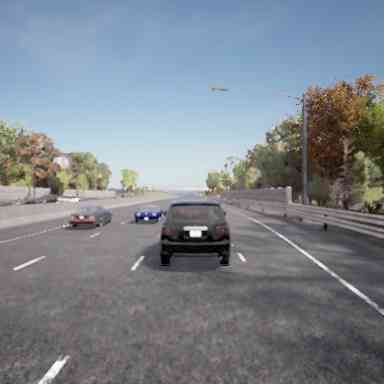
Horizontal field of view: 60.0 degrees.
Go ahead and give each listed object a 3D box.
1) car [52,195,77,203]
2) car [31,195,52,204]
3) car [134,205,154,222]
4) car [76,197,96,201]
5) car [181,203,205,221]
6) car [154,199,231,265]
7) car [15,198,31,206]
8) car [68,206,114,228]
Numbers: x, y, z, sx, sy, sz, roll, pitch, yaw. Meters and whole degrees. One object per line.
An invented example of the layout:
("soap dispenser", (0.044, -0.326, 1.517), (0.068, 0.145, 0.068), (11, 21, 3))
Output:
("car", (-21.041, 1.502, 56.376), (2.150, 2.045, 5.566), (0, 0, 1))
("car", (-24.534, 1.504, 56.644), (2.150, 2.045, 5.566), (0, 0, 1))
("car", (-3.403, 1.723, 27.111), (1.895, 1.301, 4.718), (0, 0, 0))
("car", (-17.548, 1.783, 56.624), (1.837, 1.490, 4.892), (0, 0, 1))
("car", (0.096, 1.698, 29.386), (1.994, 1.385, 4.181), (0, 0, 0))
("car", (0.099, 1.273, 12.004), (2.150, 2.045, 5.566), (0, 0, 0))
("car", (-28.036, 1.770, 56.271), (2.128, 1.511, 4.902), (0, 0, 1))
("car", (-6.902, 1.651, 23.310), (2.033, 1.411, 5.357), (0, 0, 0))
